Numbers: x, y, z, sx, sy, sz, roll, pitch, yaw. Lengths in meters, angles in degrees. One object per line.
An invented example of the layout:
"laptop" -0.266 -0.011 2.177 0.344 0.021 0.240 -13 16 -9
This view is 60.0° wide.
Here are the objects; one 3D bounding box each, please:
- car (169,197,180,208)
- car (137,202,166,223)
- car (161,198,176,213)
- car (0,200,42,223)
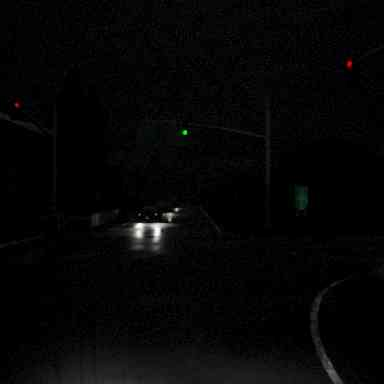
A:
"car" -3.507 1.986 62.059 2.150 2.045 5.566 0 -1 0
"car" -3.600 1.841 29.154 1.812 1.442 4.674 0 -1 0
"car" -3.587 1.961 44.760 1.882 1.535 5.008 0 0 0
"car" -14.532 1.624 28.816 1.905 1.878 3.866 0 -1 -1
